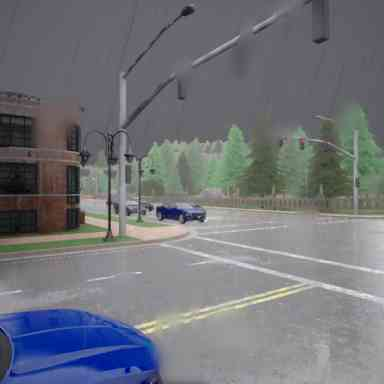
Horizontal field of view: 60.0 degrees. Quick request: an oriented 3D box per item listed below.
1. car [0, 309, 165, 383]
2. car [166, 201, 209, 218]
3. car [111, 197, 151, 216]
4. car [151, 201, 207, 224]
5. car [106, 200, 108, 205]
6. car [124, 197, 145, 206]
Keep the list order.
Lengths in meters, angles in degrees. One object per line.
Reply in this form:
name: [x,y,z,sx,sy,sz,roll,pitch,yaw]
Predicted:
car: [-2.501,1.478,1.957,5.008,1.535,1.882,0,0,-36]
car: [-0.491,1.564,30.776,1.994,1.385,4.181,0,0,-35]
car: [-6.195,1.526,32.833,1.812,1.442,4.674,0,0,-35]
car: [-0.919,1.478,25.274,1.882,1.535,5.008,0,0,-35]
car: [-12.626,1.564,54.562,1.994,1.385,4.181,0,0,-35]
car: [-9.828,1.526,56.668,1.812,1.442,4.674,0,0,-35]
